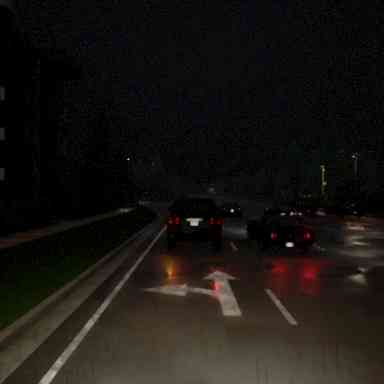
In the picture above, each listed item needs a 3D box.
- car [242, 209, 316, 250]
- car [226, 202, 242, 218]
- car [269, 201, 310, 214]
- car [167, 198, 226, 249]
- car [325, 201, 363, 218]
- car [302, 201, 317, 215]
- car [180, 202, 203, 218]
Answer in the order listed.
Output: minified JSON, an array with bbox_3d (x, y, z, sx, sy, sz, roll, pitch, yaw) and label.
[{"bbox_3d":[3.594,1.646,14.436,1.895,1.301,4.718,0,0,0],"label":"car"},{"bbox_3d":[3.597,1.662,31.697,1.994,1.385,4.181,0,0,0],"label":"car"},{"bbox_3d":[7.086,1.629,26.075,2.033,1.411,5.357,0,0,0],"label":"car"},{"bbox_3d":[0.095,1.268,14.936,2.150,2.045,5.566,0,0,0],"label":"car"},{"bbox_3d":[14.096,1.588,31.130,2.128,1.511,4.902,0,0,0],"label":"car"},{"bbox_3d":[10.598,1.579,32.684,1.882,1.535,5.008,0,0,0],"label":"car"},{"bbox_3d":[-0.119,1.662,31.674,1.994,1.385,4.181,0,0,-2],"label":"car"}]
